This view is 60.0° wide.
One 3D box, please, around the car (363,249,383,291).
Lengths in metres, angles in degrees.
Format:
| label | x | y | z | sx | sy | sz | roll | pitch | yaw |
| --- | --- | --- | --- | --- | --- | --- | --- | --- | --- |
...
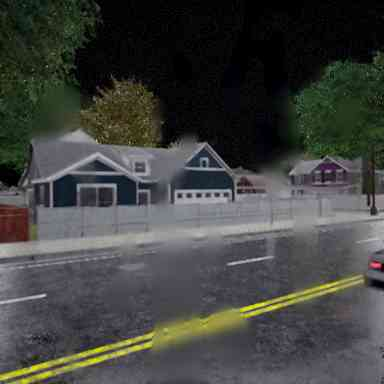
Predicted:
| label | x | y | z | sx | sy | sz | roll | pitch | yaw |
| --- | --- | --- | --- | --- | --- | --- | --- | --- | --- |
| car | 6.042 | 1.514 | 7.601 | 5.357 | 1.411 | 2.033 | 0 | 0 | -35 |
